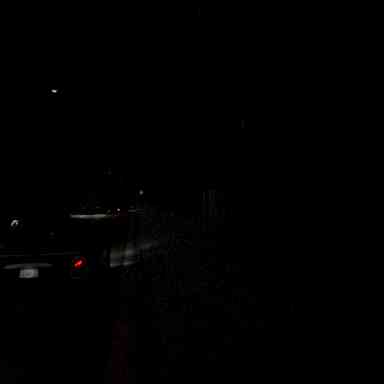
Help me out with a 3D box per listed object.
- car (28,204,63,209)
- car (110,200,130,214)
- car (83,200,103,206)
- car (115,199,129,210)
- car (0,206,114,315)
[{"bbox_3d":[-7.575,1.435,17.016,2.097,1.767,4.553,0,0,-10],"label":"car"},{"bbox_3d":[-8.258,1.647,37.995,1.837,1.490,4.892,0,0,-9],"label":"car"},{"bbox_3d":[-11.008,1.636,37.157,1.882,1.535,5.008,0,0,-9],"label":"car"},{"bbox_3d":[-10.089,1.790,48.303,1.895,1.301,4.718,0,0,-10],"label":"car"},{"bbox_3d":[-3.068,1.379,7.621,2.097,1.767,4.553,0,0,-10],"label":"car"}]
